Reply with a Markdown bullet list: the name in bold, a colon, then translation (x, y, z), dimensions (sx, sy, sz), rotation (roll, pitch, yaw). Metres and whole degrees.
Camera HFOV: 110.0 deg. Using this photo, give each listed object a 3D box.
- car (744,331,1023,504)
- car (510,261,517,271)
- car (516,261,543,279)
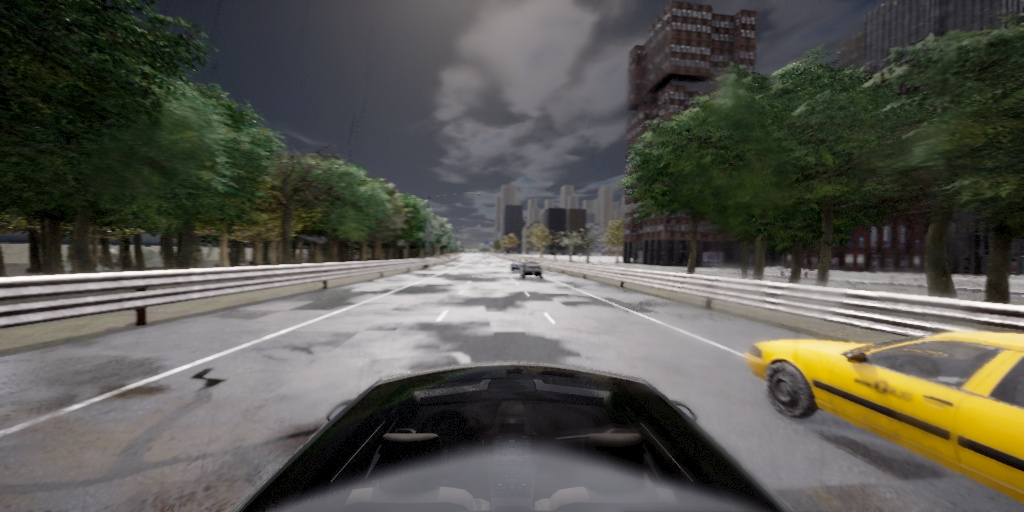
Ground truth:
- **car**: translation (4.524, 1.327, 3.156), dimensions (1.801, 1.575, 5.366), rotation (2, 0, -3)
- **car**: translation (0.720, 1.366, 48.300), dimensions (1.895, 1.301, 4.718), rotation (2, 0, -4)
- **car**: translation (1.737, 1.313, 33.859), dimensions (1.837, 1.490, 4.892), rotation (2, -2, -4)
